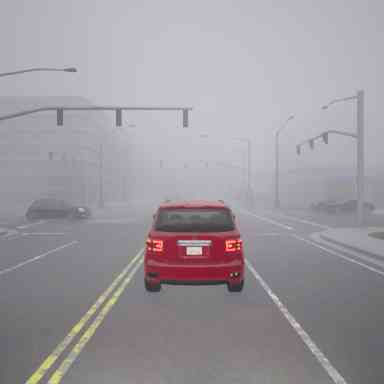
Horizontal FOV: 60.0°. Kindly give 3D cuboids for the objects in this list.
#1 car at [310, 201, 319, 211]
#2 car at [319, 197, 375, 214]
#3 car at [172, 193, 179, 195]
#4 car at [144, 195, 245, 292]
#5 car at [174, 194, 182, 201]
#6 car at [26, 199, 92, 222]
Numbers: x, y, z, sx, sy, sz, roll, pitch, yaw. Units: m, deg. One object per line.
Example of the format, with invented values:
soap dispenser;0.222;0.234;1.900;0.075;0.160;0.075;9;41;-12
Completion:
car;16.090;1.352;38.609;4.553;1.767;2.097;0;0;0
car;16.550;1.478;35.102;5.008;1.535;1.882;0;0;0
car;-3.677;1.352;54.854;2.097;1.767;4.553;0;0;0
car;0.056;1.221;9.064;2.150;2.045;5.566;0;0;0
car;-3.654;1.355;87.025;2.097;1.767;4.553;0;0;0
car;-10.057;1.300;25.441;4.553;1.767;2.097;0;0;2
